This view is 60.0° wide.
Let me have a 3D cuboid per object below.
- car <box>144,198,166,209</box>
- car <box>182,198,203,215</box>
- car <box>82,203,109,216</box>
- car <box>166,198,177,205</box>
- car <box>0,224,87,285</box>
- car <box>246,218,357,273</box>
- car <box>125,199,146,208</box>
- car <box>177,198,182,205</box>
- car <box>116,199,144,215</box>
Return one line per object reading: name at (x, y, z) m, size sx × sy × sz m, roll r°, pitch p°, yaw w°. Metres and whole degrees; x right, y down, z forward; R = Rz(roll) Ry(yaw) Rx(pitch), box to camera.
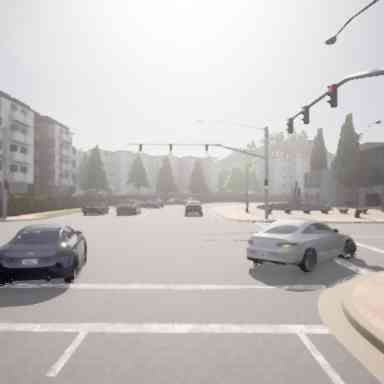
car at (-6.104, 1.697, 52.578) m, size 2.097 × 1.767 × 4.553 m, roll 0°, pitch 0°, yaw 12°
car at (0.135, 1.750, 37.256) m, size 1.837 × 1.490 × 4.892 m, roll 0°, pitch 0°, yaw -1°
car at (-10.478, 1.840, 36.350) m, size 1.895 × 1.301 × 4.718 m, roll 0°, pitch 0°, yaw -1°
car at (-3.787, 1.976, 68.901) m, size 1.812 × 1.442 × 4.674 m, roll 0°, pitch 0°, yaw 28°
car at (-4.280, 1.630, 9.823) m, size 1.994 × 1.385 × 4.181 m, roll 0°, pitch 0°, yaw -13°
car at (3.656, 1.598, 10.988) m, size 4.674 × 1.442 × 1.812 m, roll 0°, pitch -1°, yaw -44°
car at (-9.226, 1.924, 54.707) m, size 1.994 × 1.385 × 4.181 m, roll 0°, pitch 0°, yaw 13°
car at (-0.297, 1.951, 67.923) m, size 2.128 × 1.511 × 4.902 m, roll 0°, pitch 0°, yaw 31°
car at (-6.963, 1.595, 36.758) m, size 2.097 × 1.767 × 4.553 m, roll 0°, pitch -1°, yaw 0°
